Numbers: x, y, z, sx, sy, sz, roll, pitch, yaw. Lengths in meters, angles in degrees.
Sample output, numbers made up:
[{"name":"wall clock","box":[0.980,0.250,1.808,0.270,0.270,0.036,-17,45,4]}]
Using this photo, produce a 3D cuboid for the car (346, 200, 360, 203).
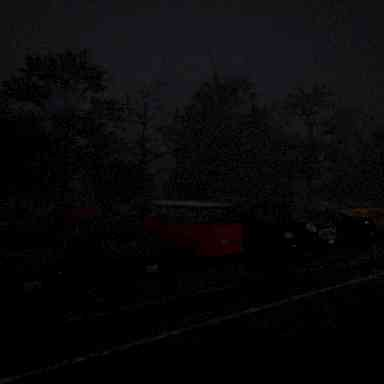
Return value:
[{"name":"car","box":[17.154,1.896,40.380,2.163,1.488,4.792,1,-1,-35]}]

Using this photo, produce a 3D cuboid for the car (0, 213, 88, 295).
[{"name":"car","box":[-4.667,1.534,8.805,2.163,1.488,4.792,0,0,-35]}]

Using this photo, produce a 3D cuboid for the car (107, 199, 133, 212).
[{"name":"car","box":[-5.428,1.545,24.358,2.097,1.535,5.008,0,0,-35]}]

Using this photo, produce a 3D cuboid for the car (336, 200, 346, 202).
[{"name":"car","box":[14.882,1.868,38.796,2.002,1.452,4.674,1,-1,-35]}]

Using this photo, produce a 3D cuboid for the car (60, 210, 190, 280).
[{"name":"car","box":[-2.405,1.547,10.415,2.163,1.488,4.792,0,0,-35]}]

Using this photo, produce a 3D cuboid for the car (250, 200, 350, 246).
[{"name":"car","box":[4.345,1.437,15.291,2.185,1.767,4.553,1,0,-35]}]

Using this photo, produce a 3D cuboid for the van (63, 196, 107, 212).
[{"name":"van","box":[-7.749,1.306,22.844,1.878,1.987,4.442,0,0,-35]}]

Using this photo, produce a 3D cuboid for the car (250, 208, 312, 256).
[{"name":"car","box":[2.086,1.575,13.681,2.163,1.488,4.792,0,0,-35]}]

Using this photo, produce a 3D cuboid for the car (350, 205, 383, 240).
[{"name":"car","box":[6.631,1.583,16.871,2.231,1.521,4.892,1,0,-35]}]

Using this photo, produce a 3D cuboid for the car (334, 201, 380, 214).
[{"name":"car","box":[21.554,1.940,43.540,2.097,1.535,5.008,1,-1,-35]}]

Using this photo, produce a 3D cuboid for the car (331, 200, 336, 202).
[{"name":"car","box":[12.731,1.787,37.042,1.946,1.575,5.366,1,-1,-35]}]

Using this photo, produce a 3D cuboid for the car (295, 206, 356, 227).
[{"name":"car","box":[9.969,1.783,24.702,4.718,1.301,1.895,1,-1,-35]}]

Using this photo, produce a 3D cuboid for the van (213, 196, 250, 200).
[{"name":"van","box":[3.430,1.413,30.797,1.878,1.987,4.442,1,0,-35]}]

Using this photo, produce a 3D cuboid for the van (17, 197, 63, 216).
[{"name":"van","box":[-9.871,1.292,21.048,1.878,1.987,4.442,0,0,-35]}]

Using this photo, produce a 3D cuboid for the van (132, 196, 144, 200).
[{"name":"van","box":[-3.091,1.336,25.881,1.878,1.987,4.442,1,0,-36]}]

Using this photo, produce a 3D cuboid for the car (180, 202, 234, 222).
[{"name":"car","box":[1.221,1.637,29.117,2.163,1.488,4.792,1,0,-35]}]

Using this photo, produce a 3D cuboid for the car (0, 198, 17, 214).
[{"name":"car","box":[-12.179,1.252,19.515,2.435,2.045,5.566,0,0,-35]}]

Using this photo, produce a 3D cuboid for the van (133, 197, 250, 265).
[{"name":"van","box":[-0.226,1.306,12.144,1.878,1.987,4.442,0,0,-35]}]

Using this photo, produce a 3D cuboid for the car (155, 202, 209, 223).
[{"name":"car","box":[-0.930,1.612,27.587,2.163,1.488,4.792,0,0,-35]}]

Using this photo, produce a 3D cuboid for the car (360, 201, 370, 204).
[{"name":"car","box":[19.276,1.777,41.965,2.185,1.767,4.553,1,-1,-35]}]

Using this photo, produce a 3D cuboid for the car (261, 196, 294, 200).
[{"name":"car","box":[8.096,1.463,34.008,2.435,2.045,5.566,1,-1,-35]}]

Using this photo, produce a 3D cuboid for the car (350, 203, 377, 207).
[{"name":"car","box":[8.775,1.605,18.631,1.946,1.575,5.366,1,0,-35]}]
